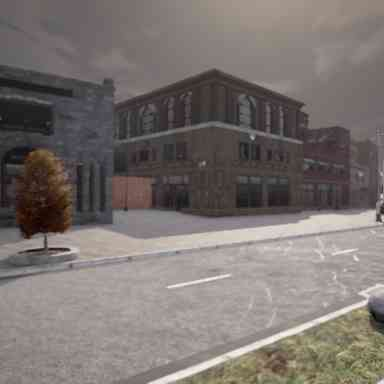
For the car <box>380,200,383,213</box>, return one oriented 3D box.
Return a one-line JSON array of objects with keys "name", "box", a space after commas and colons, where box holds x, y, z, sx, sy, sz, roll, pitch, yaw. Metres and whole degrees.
[{"name": "car", "box": [25.119, 1.936, 38.800, 5.566, 2.045, 2.435, 0, -2, 45]}]
